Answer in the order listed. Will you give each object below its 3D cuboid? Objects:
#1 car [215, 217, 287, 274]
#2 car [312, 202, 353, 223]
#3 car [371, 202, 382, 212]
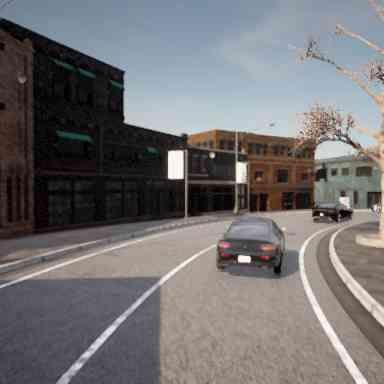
[{"bbox_3d":[1.983,1.536,10.661,1.812,1.442,4.674,1,0,17],"label":"car"},{"bbox_3d":[11.504,1.584,27.034,1.882,1.535,5.008,1,0,42],"label":"car"},{"bbox_3d":[23.799,1.728,39.874,4.902,1.511,2.128,1,1,-22],"label":"car"}]
